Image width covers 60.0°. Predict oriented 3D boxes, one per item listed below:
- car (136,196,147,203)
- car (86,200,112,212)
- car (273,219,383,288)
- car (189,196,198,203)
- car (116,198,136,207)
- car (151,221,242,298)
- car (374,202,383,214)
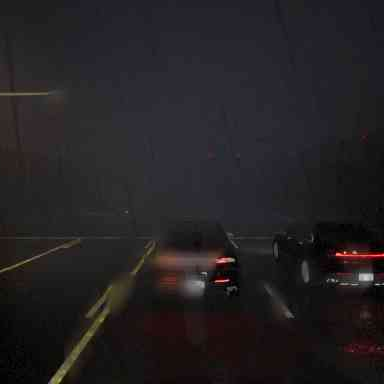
[{"bbox_3d":[-10.331,1.496,67.707,2.128,1.511,4.902,0,0,0],"label":"car"},{"bbox_3d":[-10.503,1.564,37.761,1.994,1.385,4.181,0,0,0],"label":"car"},{"bbox_3d":[3.602,1.505,9.261,1.837,1.490,4.892,0,0,1],"label":"car"},{"bbox_3d":[0.270,1.491,66.878,2.128,1.511,4.902,0,0,0],"label":"car"},{"bbox_3d":[-10.462,1.599,51.847,1.895,1.301,4.718,0,0,0],"label":"car"},{"bbox_3d":[0.097,1.492,8.498,2.128,1.511,4.902,0,0,0],"label":"car"},{"bbox_3d":[18.114,1.061,28.293,4.902,1.511,2.128,-5,0,0],"label":"car"}]
